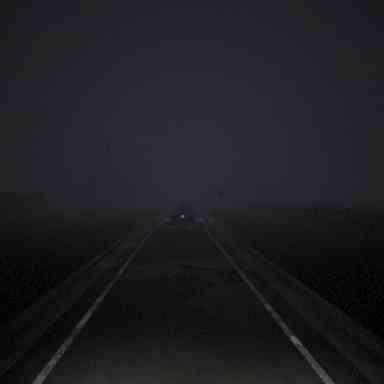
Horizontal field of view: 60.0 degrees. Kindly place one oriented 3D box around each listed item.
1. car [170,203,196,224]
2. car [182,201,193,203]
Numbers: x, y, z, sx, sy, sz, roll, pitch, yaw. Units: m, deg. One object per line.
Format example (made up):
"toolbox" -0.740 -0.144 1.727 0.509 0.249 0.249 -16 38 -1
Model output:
"car" -0.709 1.843 27.237 1.994 1.385 4.181 0 -1 0
"car" -0.617 1.940 42.462 1.837 1.490 4.892 0 0 3
